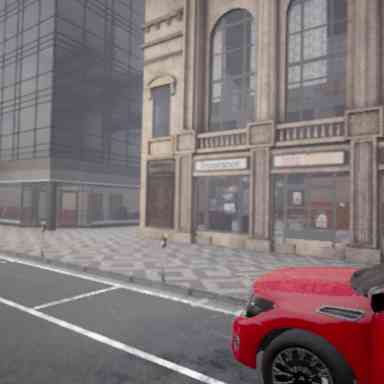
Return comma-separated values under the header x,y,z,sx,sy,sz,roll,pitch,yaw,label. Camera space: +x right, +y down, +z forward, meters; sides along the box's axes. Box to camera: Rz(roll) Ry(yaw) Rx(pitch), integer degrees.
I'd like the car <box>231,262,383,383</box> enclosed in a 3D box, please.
x,y,z,sx,sy,sz,roll,pitch,yaw,label
3.164,1.406,3.286,5.566,2.045,2.150,0,-2,35,car
